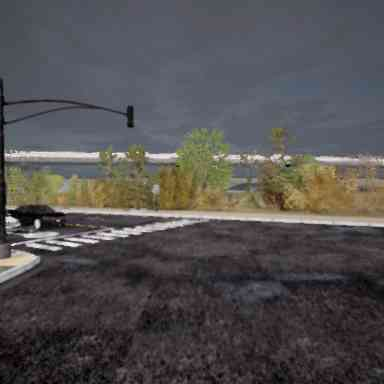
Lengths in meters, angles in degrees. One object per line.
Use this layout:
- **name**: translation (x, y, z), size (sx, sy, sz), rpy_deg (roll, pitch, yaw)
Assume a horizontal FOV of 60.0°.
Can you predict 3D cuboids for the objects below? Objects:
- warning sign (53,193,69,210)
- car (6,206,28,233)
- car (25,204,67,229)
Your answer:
- **warning sign**: translation (-14.791, 1.031, 37.496), size (1.060, 1.860, 1.300), rpy_deg (2, 1, 35)
- **car**: translation (-12.178, 1.761, 20.096), size (4.674, 1.442, 1.812), rpy_deg (0, 2, 37)
- **car**: translation (-10.733, 1.615, 23.057), size (5.008, 1.535, 1.882), rpy_deg (0, 2, 35)
